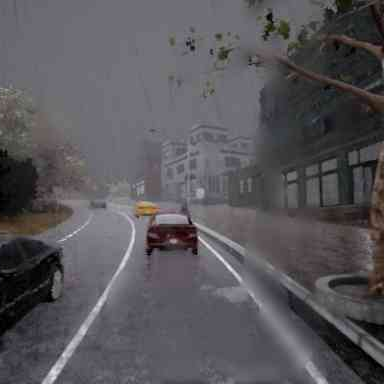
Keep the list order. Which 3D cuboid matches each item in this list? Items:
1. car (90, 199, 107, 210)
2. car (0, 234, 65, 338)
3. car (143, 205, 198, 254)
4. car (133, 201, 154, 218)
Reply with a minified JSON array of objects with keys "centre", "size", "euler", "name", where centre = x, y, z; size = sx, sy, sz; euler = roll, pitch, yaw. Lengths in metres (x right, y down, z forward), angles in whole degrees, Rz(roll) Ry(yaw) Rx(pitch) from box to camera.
[{"centre":[-12.704,1.626,44.966],"size":[2.033,1.411,5.357],"euler":[2,-1,-22],"name":"car"},{"centre":[-3.632,1.489,5.384],"size":[1.882,1.535,5.008],"euler":[0,0,-4],"name":"car"},{"centre":[-0.916,1.527,13.739],"size":[1.882,1.535,5.008],"euler":[1,0,-7],"name":"car"},{"centre":[-4.546,1.622,31.849],"size":[1.882,1.535,5.008],"euler":[1,-1,-15],"name":"car"}]
